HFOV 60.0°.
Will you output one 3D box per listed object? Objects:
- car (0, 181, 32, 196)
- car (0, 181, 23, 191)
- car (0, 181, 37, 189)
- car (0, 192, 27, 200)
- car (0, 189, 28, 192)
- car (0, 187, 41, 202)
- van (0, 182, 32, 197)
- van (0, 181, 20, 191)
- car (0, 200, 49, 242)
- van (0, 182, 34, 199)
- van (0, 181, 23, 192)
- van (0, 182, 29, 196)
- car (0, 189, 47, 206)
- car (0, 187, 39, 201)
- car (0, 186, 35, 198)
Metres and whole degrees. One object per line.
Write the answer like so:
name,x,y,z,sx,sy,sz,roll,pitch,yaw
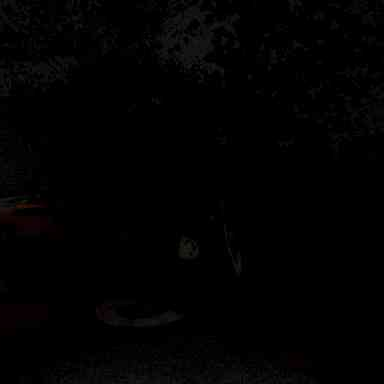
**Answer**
car,-27.745,-0.537,50.992,5.566,2.045,2.435,1,1,-30
car,-38.952,-1.271,70.243,5.566,2.045,2.435,1,1,-30
car,-15.166,0.370,29.495,5.566,2.045,2.435,1,2,-30
car,-8.270,1.067,17.647,4.553,1.767,2.185,1,2,-30
car,-12.576,0.845,24.611,5.366,1.575,1.946,1,2,-30
car,-19.415,0.308,36.787,4.792,1.488,2.163,1,2,-30
van,-24.835,-0.327,46.280,4.442,1.987,1.878,1,1,-30
van,-40.221,-1.335,72.709,4.442,1.987,1.878,1,1,-30
car,-6.913,1.307,15.239,5.008,1.535,2.097,1,2,-30
van,-22.236,-0.145,41.368,4.442,1.987,1.878,1,2,-31
van,-34.649,-0.970,63.138,4.442,1.987,1.878,1,1,-30
van,-26.430,-0.422,48.556,4.442,1.987,1.878,1,1,-30
car,-16.617,0.535,31.866,4.792,1.488,2.163,1,2,-30
car,-20.741,0.209,39.066,4.792,1.488,2.163,1,1,-30
car,-23.545,-0.012,43.837,5.008,1.535,2.097,1,1,-30
